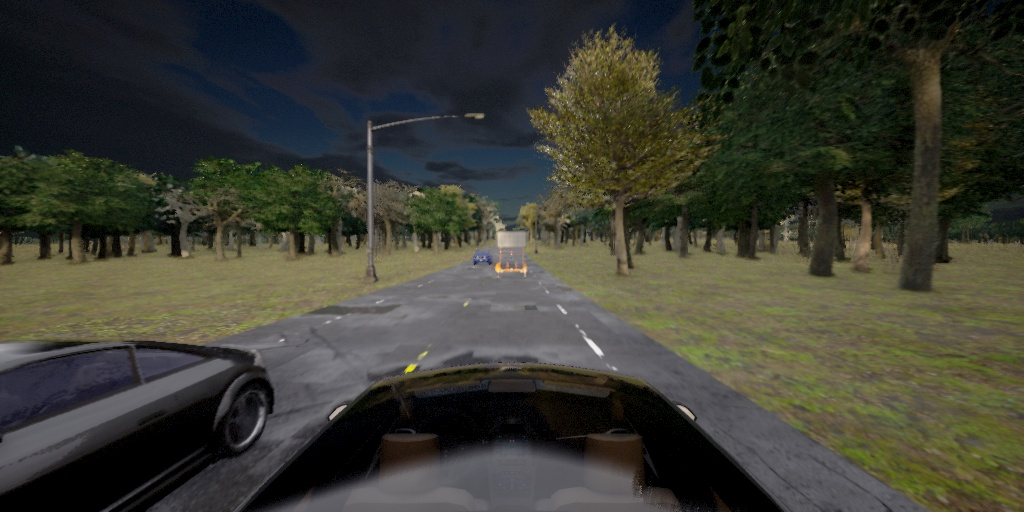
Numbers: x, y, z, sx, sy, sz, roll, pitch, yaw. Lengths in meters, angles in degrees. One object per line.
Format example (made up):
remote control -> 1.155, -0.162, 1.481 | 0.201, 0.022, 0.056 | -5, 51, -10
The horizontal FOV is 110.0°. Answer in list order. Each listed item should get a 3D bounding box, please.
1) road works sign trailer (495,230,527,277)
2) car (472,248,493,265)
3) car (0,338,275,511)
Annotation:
road works sign trailer -> -0.020, -0.237, 28.009 | 2.380, 3.560, 2.880 | 0, 0, 0
car -> -3.585, 0.050, 44.650 | 2.150, 2.045, 5.566 | 0, 2, 0
car -> -3.596, 1.308, 2.208 | 1.994, 1.385, 4.181 | 0, 1, 0
